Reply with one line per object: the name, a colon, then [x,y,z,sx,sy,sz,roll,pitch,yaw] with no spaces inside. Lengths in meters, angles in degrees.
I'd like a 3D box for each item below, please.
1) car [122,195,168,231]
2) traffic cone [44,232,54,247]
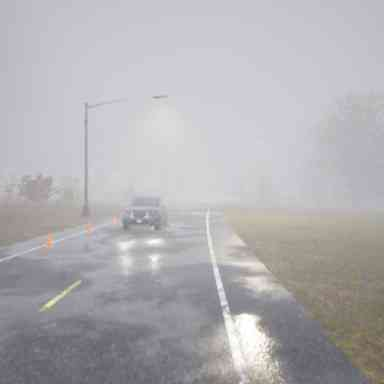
car: [-2.802,1.231,20.950,2.150,2.045,5.566,0,0,2]
traffic cone: [-5.878,1.958,13.701,0.340,0.580,0.340,0,0,1]
